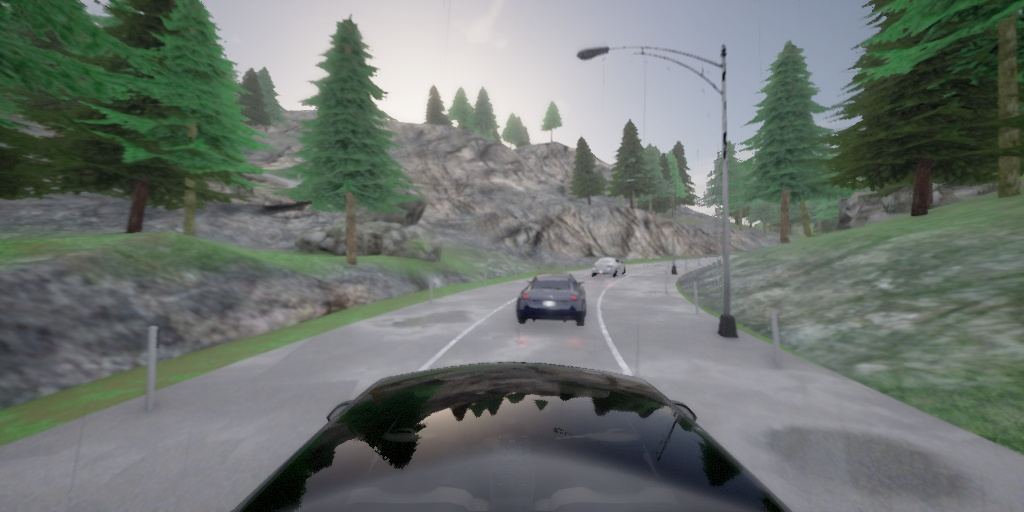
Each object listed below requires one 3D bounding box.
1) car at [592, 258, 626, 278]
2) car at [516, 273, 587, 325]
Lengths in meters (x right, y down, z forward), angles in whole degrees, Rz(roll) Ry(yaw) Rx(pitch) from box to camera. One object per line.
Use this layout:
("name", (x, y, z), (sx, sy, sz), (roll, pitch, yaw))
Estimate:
("car", (7.555, 0.841, 27.885), (1.812, 1.442, 4.674), (-1, 1, 30))
("car", (1.375, 1.229, 11.588), (1.994, 1.385, 4.181), (0, 1, 11))
